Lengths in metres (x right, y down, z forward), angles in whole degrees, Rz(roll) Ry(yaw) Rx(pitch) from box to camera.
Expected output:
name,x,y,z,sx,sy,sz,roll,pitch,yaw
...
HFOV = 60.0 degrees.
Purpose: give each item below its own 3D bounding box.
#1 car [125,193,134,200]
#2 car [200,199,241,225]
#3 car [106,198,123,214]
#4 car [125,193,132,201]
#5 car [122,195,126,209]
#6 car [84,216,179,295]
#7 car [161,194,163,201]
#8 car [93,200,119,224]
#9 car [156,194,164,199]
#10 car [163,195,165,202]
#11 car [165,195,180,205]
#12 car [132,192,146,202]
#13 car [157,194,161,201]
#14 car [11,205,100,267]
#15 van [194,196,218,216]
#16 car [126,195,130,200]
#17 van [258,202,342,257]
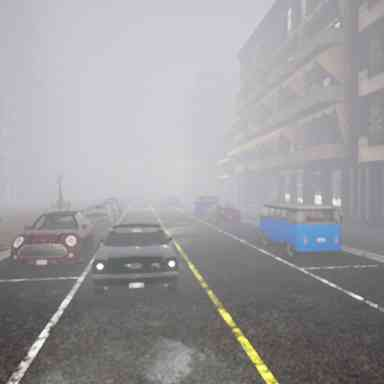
name,x,y,z,sx,sy,sz,roll,pitch,yaw
car,-16.484,1.108,87.511,2.192,1.841,5.009,0,0,-9
car,2.110,1.462,23.348,1.887,1.381,4.507,0,0,-9
car,-7.028,1.472,27.501,2.008,1.369,4.403,0,0,-9
car,-14.763,1.377,76.601,1.947,1.339,4.313,0,0,-9
car,-7.888,1.346,32.956,1.967,1.590,4.097,0,0,-9
car,-1.471,1.571,8.907,1.895,1.301,4.718,0,0,-9
car,-4.793,1.336,67.161,1.752,1.417,4.829,0,0,-9
car,-6.169,1.487,22.044,2.008,1.369,4.403,0,0,-9
car,-9.064,1.311,94.271,1.887,1.381,4.507,0,0,-9
car,-3.932,1.346,61.705,1.752,1.417,4.829,0,0,-9
car,-3.046,1.399,56.082,1.947,1.339,4.313,0,0,-9
car,-10.653,1.044,67.818,2.150,2.045,5.566,0,0,-9
car,-6.485,1.337,77.905,1.887,1.381,4.507,0,0,-9
car,-4.450,1.408,11.134,1.967,1.590,4.097,0,0,-9
van,1.250,1.243,28.803,1.690,1.788,3.998,0,0,-9
car,-9.606,1.443,43.867,1.947,1.339,4.313,0,0,-9
van,3.828,1.290,12.437,1.690,1.788,3.998,0,0,-9
